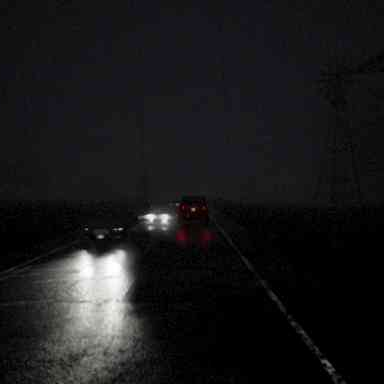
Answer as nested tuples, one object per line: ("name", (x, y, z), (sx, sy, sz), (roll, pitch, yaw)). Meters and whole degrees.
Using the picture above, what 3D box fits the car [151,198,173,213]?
("car", (-3.507, 1.611, 37.342), (1.895, 1.301, 4.718), (0, 0, 0))

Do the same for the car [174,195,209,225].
("car", (0.092, 1.228, 24.305), (2.150, 2.045, 5.566), (0, 0, 0))

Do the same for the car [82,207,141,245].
("car", (-3.601, 1.496, 15.542), (2.128, 1.511, 4.902), (0, 0, 0))

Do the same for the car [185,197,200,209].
("car", (0.080, 1.501, 47.558), (2.128, 1.511, 4.902), (0, 0, 0))

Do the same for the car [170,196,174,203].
("car", (-3.514, 1.492, 66.182), (1.882, 1.535, 5.008), (0, 0, 0))
